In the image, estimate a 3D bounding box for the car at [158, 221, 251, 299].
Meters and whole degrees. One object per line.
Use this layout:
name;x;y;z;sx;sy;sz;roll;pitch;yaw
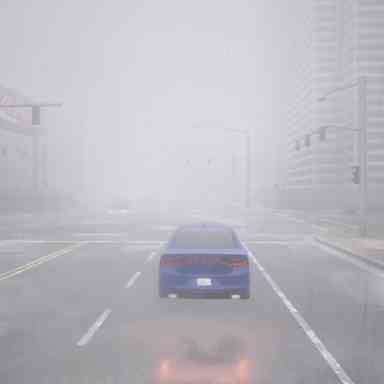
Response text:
car;0.313;1.478;8.497;1.882;1.535;5.008;0;0;2

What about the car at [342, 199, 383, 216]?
car;17.242;1.505;32.398;4.892;1.490;1.837;0;0;2

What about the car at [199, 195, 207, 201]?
car;2.801;1.524;86.272;1.812;1.442;4.674;0;0;2

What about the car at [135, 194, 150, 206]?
car;-8.796;1.525;55.826;1.812;1.442;4.674;0;0;2

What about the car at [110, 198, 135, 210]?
car;-9.218;1.505;43.221;1.837;1.490;4.892;0;0;2

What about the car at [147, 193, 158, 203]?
car;-8.330;1.221;67.586;2.150;2.045;5.566;0;0;2
